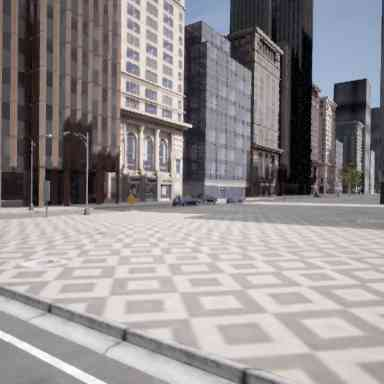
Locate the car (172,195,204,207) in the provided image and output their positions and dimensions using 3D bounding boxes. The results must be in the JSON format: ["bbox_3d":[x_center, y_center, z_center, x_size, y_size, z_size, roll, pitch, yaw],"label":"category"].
[{"bbox_3d":[-0.837,1.234,47.554,2.097,1.767,4.553,1,1,35],"label":"car"}]

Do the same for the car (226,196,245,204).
[{"bbox_3d":[7.843,1.376,59.825,1.994,1.385,4.181,1,1,35],"label":"car"}]

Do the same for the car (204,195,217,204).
[{"bbox_3d":[2.507,1.296,57.476,2.128,1.511,4.902,1,1,35],"label":"car"}]

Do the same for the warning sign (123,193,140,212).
[{"bbox_3d":[-6.364,1.081,35.038,1.300,1.860,1.060,1,1,35],"label":"warning sign"}]
